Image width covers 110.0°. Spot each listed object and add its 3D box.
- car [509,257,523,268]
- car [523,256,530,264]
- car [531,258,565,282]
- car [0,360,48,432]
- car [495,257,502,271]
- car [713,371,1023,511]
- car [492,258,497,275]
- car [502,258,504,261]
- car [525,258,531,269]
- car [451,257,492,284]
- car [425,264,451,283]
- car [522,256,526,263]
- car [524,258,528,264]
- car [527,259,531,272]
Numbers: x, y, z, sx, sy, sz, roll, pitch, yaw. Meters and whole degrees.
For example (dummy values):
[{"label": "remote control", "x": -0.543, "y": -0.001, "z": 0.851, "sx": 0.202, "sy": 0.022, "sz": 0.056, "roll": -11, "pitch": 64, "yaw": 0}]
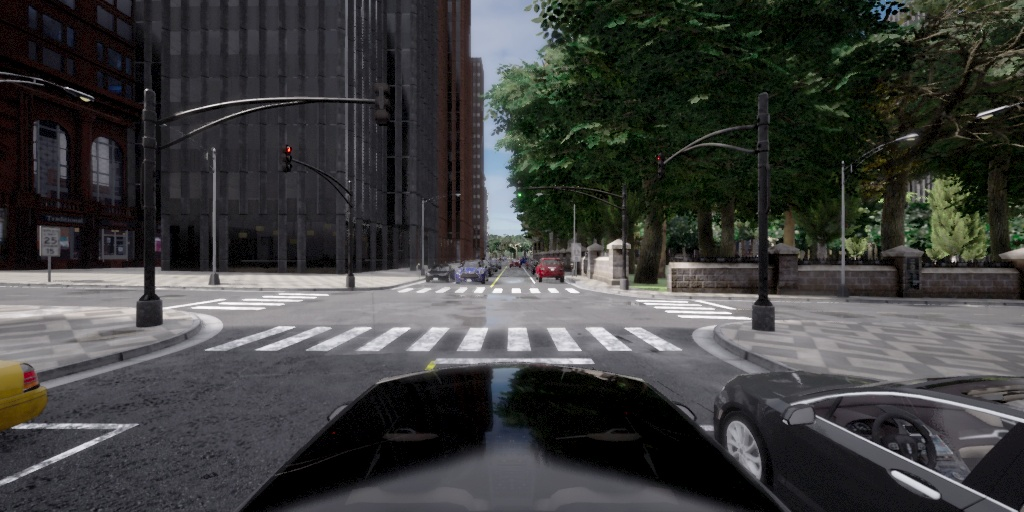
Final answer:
[{"label": "car", "x": 0.523, "y": 1.318, "z": 61.253, "sx": 1.812, "sy": 1.442, "sz": 4.674, "roll": 0, "pitch": 0, "yaw": 0}, {"label": "car", "x": 3.158, "y": 1.226, "z": 55.663, "sx": 1.967, "sy": 1.591, "sz": 4.097, "roll": 0, "pitch": 0, "yaw": 0}, {"label": "car", "x": 2.957, "y": 1.073, "z": 28.382, "sx": 2.192, "sy": 1.841, "sz": 5.009, "roll": 0, "pitch": 0, "yaw": 0}, {"label": "car", "x": -5.766, "y": 1.275, "z": 1.602, "sx": 1.751, "sy": 1.417, "sz": 4.829, "roll": 0, "pitch": 0, "yaw": 0}, {"label": "car", "x": -2.774, "y": 1.267, "z": 45.440, "sx": 2.128, "sy": 1.511, "sz": 4.902, "roll": 0, "pitch": 0, "yaw": 0}, {"label": "car", "x": 2.760, "y": 1.300, "z": 1.718, "sx": 2.007, "sy": 1.370, "sz": 4.403, "roll": 0, "pitch": 0, "yaw": 0}, {"label": "car", "x": -2.849, "y": 1.270, "z": 35.943, "sx": 1.837, "sy": 1.490, "sz": 4.892, "roll": 0, "pitch": 0, "yaw": 1}, {"label": "car", "x": -2.676, "y": 1.350, "z": 55.430, "sx": 1.994, "sy": 1.385, "sz": 4.181, "roll": 0, "pitch": 0, "yaw": 1}, {"label": "car", "x": 3.078, "y": 1.325, "z": 44.750, "sx": 2.007, "sy": 1.370, "sz": 4.403, "roll": 0, "pitch": 0, "yaw": 0}, {"label": "car", "x": -2.917, "y": 1.109, "z": 26.840, "sx": 2.097, "sy": 1.767, "sz": 4.553, "roll": 0, "pitch": 0, "yaw": 0}, {"label": "car", "x": -5.568, "y": 1.324, "z": 28.436, "sx": 1.948, "sy": 1.339, "sz": 4.313, "roll": 0, "pitch": 0, "yaw": 0}, {"label": "car", "x": 3.198, "y": 1.231, "z": 61.120, "sx": 1.967, "sy": 1.591, "sz": 4.097, "roll": 0, "pitch": 0, "yaw": 0}, {"label": "car", "x": 3.118, "y": 1.331, "z": 50.207, "sx": 2.007, "sy": 1.370, "sz": 4.403, "roll": 0, "pitch": 0, "yaw": 0}, {"label": "car", "x": 3.037, "y": 1.335, "z": 39.294, "sx": 1.948, "sy": 1.339, "sz": 4.313, "roll": 0, "pitch": 0, "yaw": 0}]
